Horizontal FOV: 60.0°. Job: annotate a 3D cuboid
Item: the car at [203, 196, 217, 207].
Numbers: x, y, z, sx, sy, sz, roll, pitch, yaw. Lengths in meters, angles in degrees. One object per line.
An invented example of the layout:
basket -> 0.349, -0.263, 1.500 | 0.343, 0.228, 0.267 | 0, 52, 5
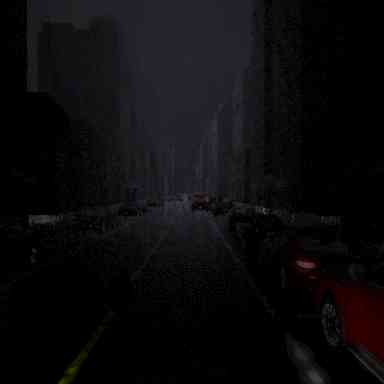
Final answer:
car -> 2.858, 1.430, 52.716 | 1.967, 1.590, 4.097 | 0, 0, 0

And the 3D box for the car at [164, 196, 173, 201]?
car -> -5.667, 1.548, 80.327 | 1.947, 1.339, 4.313 | 0, 0, 0

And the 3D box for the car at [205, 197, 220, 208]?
car -> 2.858, 1.517, 47.362 | 1.752, 1.417, 4.829 | 0, 0, 0

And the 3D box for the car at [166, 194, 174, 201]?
car -> -5.667, 1.421, 85.852 | 1.967, 1.590, 4.097 | 0, 0, 0

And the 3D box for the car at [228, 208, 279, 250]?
car -> 2.858, 1.565, 14.050 | 1.947, 1.339, 4.313 | 0, 0, 0

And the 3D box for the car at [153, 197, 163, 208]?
car -> -5.667, 1.536, 47.177 | 1.887, 1.381, 4.507 | 0, 0, 0

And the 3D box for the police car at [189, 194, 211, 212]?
police car -> 0.900, 1.420, 38.635 | 1.930, 1.638, 5.238 | 0, 0, 0

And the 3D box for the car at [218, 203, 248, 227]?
car -> 2.859, 1.549, 19.574 | 2.008, 1.369, 4.403 | 0, 0, 0

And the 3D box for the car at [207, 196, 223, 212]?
car -> 2.859, 1.520, 36.315 | 1.752, 1.417, 4.829 | 0, 0, 0

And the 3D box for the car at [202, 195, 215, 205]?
car -> 2.858, 1.429, 58.239 | 1.967, 1.590, 4.097 | 0, 0, 0

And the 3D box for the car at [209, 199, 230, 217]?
car -> 2.859, 1.562, 30.621 | 1.947, 1.339, 4.313 | 0, 0, 0

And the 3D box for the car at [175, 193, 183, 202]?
car -> -3.001, 1.452, 76.703 | 2.128, 1.511, 4.902 | 0, 0, 0

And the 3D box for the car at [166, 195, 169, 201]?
car -> -5.667, 1.554, 58.227 | 1.947, 1.339, 4.313 | 0, 0, 0

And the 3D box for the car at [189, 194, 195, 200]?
car -> 0.000, 1.344, 89.649 | 1.812, 1.442, 4.674 | 0, 0, 0

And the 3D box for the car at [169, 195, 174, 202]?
car -> -5.667, 1.566, 74.802 | 1.802, 1.307, 4.206 | 0, 0, 0

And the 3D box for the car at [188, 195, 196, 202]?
car -> 0.000, 1.387, 75.000 | 1.837, 1.490, 4.892 | 0, 0, 0

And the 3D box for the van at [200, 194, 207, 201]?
van -> 2.859, 1.322, 85.857 | 1.690, 1.788, 3.998 | 0, 0, 0

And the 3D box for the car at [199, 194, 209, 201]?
car -> 2.859, 1.298, 80.334 | 2.192, 1.841, 5.009 | 0, 0, 0

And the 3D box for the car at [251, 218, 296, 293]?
car -> 2.858, 1.581, 8.526 | 1.802, 1.307, 4.206 | 0, 0, 0

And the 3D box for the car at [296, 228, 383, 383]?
car -> 2.859, 1.314, 3.003 | 2.192, 1.841, 5.009 | 0, 0, 0

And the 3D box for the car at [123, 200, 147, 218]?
car -> -5.667, 1.541, 30.602 | 1.887, 1.381, 4.507 | 0, 0, 0

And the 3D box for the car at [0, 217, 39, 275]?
car -> -5.668, 1.439, 8.501 | 1.967, 1.590, 4.097 | 0, 0, 0

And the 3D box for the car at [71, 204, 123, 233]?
car -> -5.667, 1.549, 19.551 | 2.008, 1.369, 4.403 | 0, 0, 0

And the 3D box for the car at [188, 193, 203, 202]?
car -> 0.901, 1.196, 48.555 | 2.150, 2.045, 5.566 | 0, 0, 0

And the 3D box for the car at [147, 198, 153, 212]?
car -> -5.668, 1.577, 36.127 | 1.802, 1.307, 4.206 | 0, 0, 0

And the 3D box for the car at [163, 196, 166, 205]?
car -> -5.667, 1.556, 52.702 | 1.947, 1.339, 4.313 | 0, 0, 0
